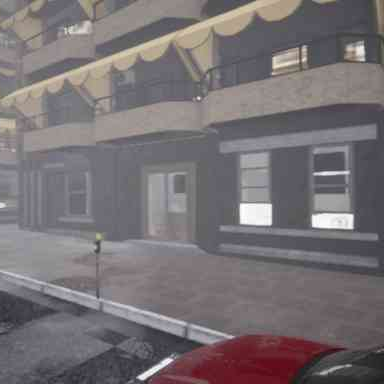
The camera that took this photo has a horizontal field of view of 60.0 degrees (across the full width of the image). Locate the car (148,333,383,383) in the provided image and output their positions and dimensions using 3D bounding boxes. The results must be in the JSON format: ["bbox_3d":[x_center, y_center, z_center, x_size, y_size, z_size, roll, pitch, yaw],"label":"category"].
[{"bbox_3d":[1.653,1.545,1.709,4.507,1.381,1.887,0,-1,36],"label":"car"}]
